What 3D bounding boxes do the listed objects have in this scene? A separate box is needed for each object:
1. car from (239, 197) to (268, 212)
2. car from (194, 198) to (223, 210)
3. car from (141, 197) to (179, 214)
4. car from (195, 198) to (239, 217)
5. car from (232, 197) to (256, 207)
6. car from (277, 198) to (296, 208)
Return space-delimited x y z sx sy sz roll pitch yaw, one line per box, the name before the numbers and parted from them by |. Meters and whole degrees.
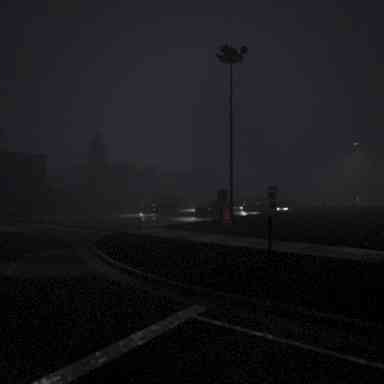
car | 7.812 1.347 39.723 2.097 1.767 4.553 0 0 35
car | 2.248 1.557 43.979 1.994 1.385 4.181 0 0 35
car | -3.362 1.345 35.944 2.097 1.767 4.553 0 0 35
car | 2.186 1.472 31.668 1.882 1.535 5.008 0 0 35
car | 8.244 1.497 52.525 1.837 1.490 4.892 0 0 35
car | 13.539 1.559 47.908 1.994 1.385 4.181 0 0 35
